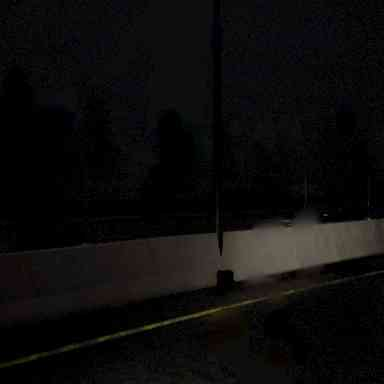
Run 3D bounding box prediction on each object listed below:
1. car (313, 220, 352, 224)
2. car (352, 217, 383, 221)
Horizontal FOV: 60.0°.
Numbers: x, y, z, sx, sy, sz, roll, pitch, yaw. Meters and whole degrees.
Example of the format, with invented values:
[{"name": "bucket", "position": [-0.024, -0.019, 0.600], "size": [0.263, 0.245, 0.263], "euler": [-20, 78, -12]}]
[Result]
[{"name": "car", "position": [9.386, 1.333, 20.933], "size": [4.902, 1.511, 2.128], "euler": [-1, 0, -24]}, {"name": "car", "position": [11.470, 1.333, 18.044], "size": [4.902, 1.511, 2.128], "euler": [0, 0, -23]}]
